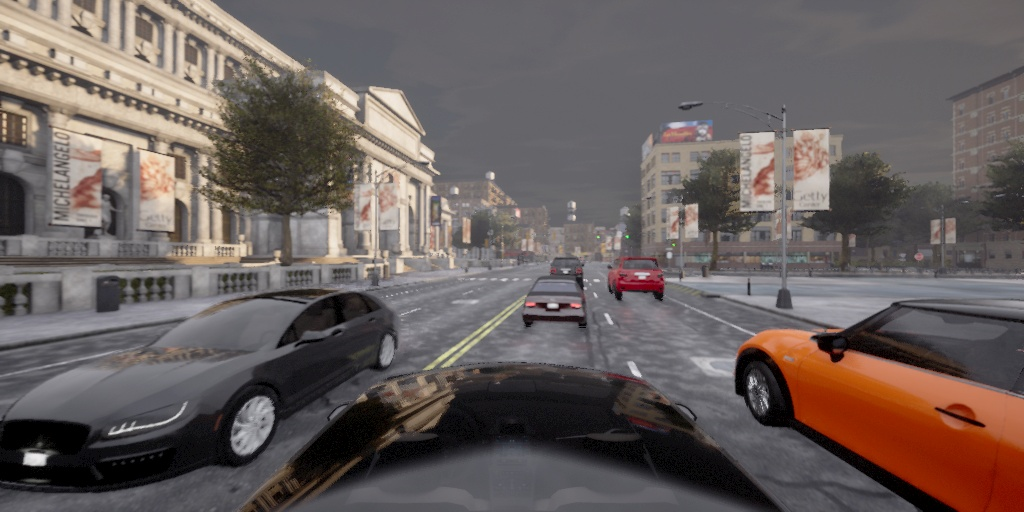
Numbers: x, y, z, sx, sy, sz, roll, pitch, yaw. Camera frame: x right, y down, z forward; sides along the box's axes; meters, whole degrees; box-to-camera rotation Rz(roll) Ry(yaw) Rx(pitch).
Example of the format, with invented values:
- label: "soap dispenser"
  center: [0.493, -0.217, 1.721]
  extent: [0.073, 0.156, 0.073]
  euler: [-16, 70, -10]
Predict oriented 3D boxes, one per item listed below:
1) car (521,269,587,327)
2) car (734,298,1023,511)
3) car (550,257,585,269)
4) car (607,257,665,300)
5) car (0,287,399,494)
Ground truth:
- label: "car"
  center: [1.474, 1.342, 11.751]
  extent: [2.033, 1.411, 5.357]
  euler: [0, 0, 10]
- label: "car"
  center: [3.910, 1.113, 2.833]
  extent: [2.097, 1.767, 4.553]
  euler: [0, 0, 2]
- label: "car"
  center: [3.792, 1.077, 24.756]
  extent: [2.150, 2.045, 5.566]
  euler: [0, 0, 10]
- label: "car"
  center: [6.241, 1.053, 18.531]
  extent: [2.150, 2.045, 5.566]
  euler: [0, 0, 10]
- label: "car"
  center: [-3.251, 1.263, 5.056]
  extent: [1.837, 1.490, 4.892]
  euler: [0, 0, 6]
